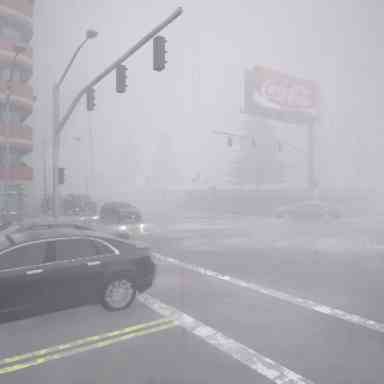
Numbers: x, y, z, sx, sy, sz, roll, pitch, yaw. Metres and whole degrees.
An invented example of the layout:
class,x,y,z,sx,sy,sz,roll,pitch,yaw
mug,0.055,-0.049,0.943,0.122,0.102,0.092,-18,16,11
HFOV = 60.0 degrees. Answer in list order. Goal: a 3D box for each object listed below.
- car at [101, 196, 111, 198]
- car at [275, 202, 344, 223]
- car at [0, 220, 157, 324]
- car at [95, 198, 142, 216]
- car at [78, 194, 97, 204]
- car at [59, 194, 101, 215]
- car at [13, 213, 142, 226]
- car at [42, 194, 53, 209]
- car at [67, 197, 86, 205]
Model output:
class,x,y,z,sx,sy,sz,roll,pitch,yaw
car,-14.984,1.478,57.183,1.882,1.535,5.008,0,0,-36
car,8.807,1.506,25.247,4.892,1.490,1.837,0,3,27
car,-3.014,1.504,6.142,4.892,1.490,1.837,0,0,-35
car,-5.616,1.505,25.848,1.837,1.490,4.892,0,0,-36
car,-20.366,1.352,64.663,2.097,1.767,4.553,0,0,-36
car,-11.612,1.221,34.185,2.150,2.045,5.566,0,0,-36
car,-4.350,1.548,9.485,5.357,1.411,2.033,0,0,-35
car,-17.768,1.221,42.758,2.150,2.045,5.566,0,0,-35
car,-20.521,1.564,58.887,1.994,1.385,4.181,0,0,-36
